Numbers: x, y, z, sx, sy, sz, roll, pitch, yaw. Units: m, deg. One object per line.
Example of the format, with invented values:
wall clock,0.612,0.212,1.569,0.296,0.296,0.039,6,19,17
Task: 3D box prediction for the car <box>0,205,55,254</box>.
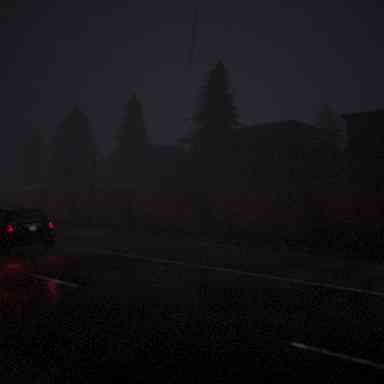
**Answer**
car,-7.730,1.396,13.826,4.553,1.767,2.097,0,0,36
